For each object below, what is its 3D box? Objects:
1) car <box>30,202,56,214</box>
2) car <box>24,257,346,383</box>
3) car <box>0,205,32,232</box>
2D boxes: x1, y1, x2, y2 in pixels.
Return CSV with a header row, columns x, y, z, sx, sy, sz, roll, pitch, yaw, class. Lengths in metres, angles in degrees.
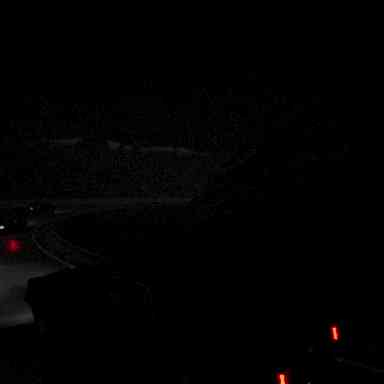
x,y,z,sx,sy,sz,roll,pitch,yaw,class
-17.317,1.786,38.111,1.994,1.385,4.181,0,0,2,car
-0.553,1.634,4.762,4.718,1.301,1.895,0,0,41,car
-11.494,1.719,20.851,1.895,1.301,4.718,0,0,-21,car
